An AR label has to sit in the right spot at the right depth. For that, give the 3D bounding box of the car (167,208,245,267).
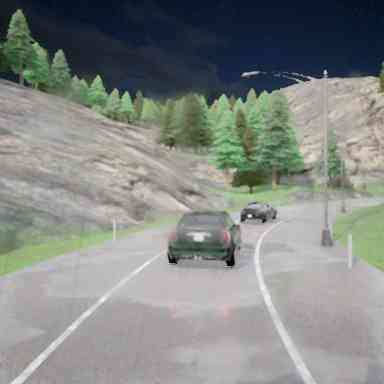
[{"bbox_3d":[0.627,1.402,11.955,2.097,1.767,4.553,0,0,12],"label":"car"}]

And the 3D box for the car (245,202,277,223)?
[{"bbox_3d":[5.076,1.480,25.198,1.812,1.442,4.674,0,1,27],"label":"car"}]
